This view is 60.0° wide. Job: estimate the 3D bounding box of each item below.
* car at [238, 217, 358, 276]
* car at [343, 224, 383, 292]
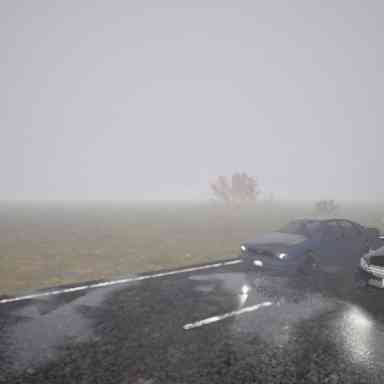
[{"bbox_3d":[3.954,1.513,10.486,5.357,1.411,2.033,0,0,-35],"label":"car"},{"bbox_3d":[5.710,1.496,7.733,4.674,1.442,1.812,0,0,-36],"label":"car"}]
